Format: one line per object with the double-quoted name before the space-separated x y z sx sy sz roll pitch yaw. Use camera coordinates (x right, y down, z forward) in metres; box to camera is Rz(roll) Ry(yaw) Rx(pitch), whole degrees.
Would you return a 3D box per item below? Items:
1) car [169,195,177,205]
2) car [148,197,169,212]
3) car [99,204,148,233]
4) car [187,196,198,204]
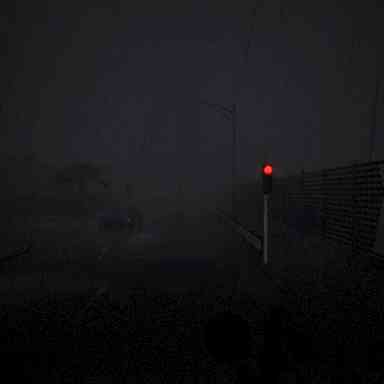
"car" -4.002 1.561 56.174 1.994 1.385 4.181 0 0 0
"car" -4.039 1.523 39.272 1.812 1.442 4.674 0 0 0
"car" -4.072 1.476 19.719 1.882 1.535 5.008 0 0 0
"car" 0.094 1.501 63.222 1.837 1.490 4.892 0 0 0
